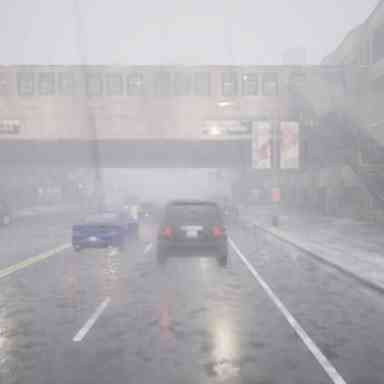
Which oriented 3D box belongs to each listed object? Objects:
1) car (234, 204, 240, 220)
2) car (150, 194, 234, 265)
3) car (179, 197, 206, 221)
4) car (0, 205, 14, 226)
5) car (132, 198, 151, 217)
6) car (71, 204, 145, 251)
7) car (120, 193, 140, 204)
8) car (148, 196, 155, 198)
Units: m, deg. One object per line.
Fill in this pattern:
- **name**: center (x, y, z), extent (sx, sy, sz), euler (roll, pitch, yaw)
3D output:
- **car**: center (3.219, 1.606, 32.294), extent (1.895, 1.301, 4.718), euler (0, 0, 0)
- **car**: center (0.032, 1.227, 11.846), extent (2.150, 2.045, 5.566), euler (0, 0, 1)
- **car**: center (0.077, 1.361, 27.863), extent (2.097, 1.767, 4.553), euler (0, 0, 1)
- **car**: center (-13.509, 1.488, 21.062), extent (2.231, 1.521, 4.892), euler (0, 0, 10)
- **car**: center (-3.423, 1.516, 27.980), extent (1.837, 1.490, 4.892), euler (0, 0, 1)
- **car**: center (-3.448, 1.482, 14.110), extent (1.882, 1.535, 5.008), euler (0, 0, 0)
- **car**: center (-10.436, 1.240, 58.311), extent (2.150, 2.045, 5.566), euler (0, 0, 1)
- **car**: center (-6.941, 1.511, 58.652), extent (2.128, 1.511, 4.902), euler (0, 0, 0)
